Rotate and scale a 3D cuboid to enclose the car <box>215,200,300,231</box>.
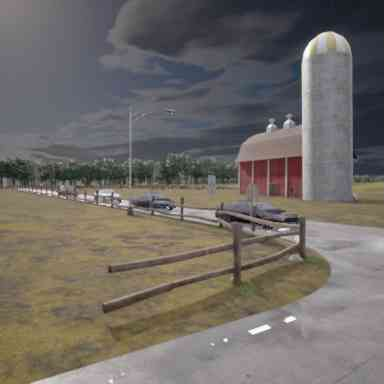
[{"bbox_3d":[3.521,1.177,18.612,2.033,1.411,5.357,-1,2,-35],"label":"car"}]

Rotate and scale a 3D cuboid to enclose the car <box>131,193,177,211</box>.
[{"bbox_3d":[-3.367,0.775,28.287,2.033,1.411,5.357,-1,2,-36],"label":"car"}]

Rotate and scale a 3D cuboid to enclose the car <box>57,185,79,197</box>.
[{"bbox_3d":[-18.593,-0.247,49.839,2.097,1.767,4.553,-1,2,-35],"label":"car"}]

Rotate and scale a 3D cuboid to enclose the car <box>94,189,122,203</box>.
[{"bbox_3d":[-9.309,0.420,36.636,1.812,1.442,4.674,-1,3,-35],"label":"car"}]
